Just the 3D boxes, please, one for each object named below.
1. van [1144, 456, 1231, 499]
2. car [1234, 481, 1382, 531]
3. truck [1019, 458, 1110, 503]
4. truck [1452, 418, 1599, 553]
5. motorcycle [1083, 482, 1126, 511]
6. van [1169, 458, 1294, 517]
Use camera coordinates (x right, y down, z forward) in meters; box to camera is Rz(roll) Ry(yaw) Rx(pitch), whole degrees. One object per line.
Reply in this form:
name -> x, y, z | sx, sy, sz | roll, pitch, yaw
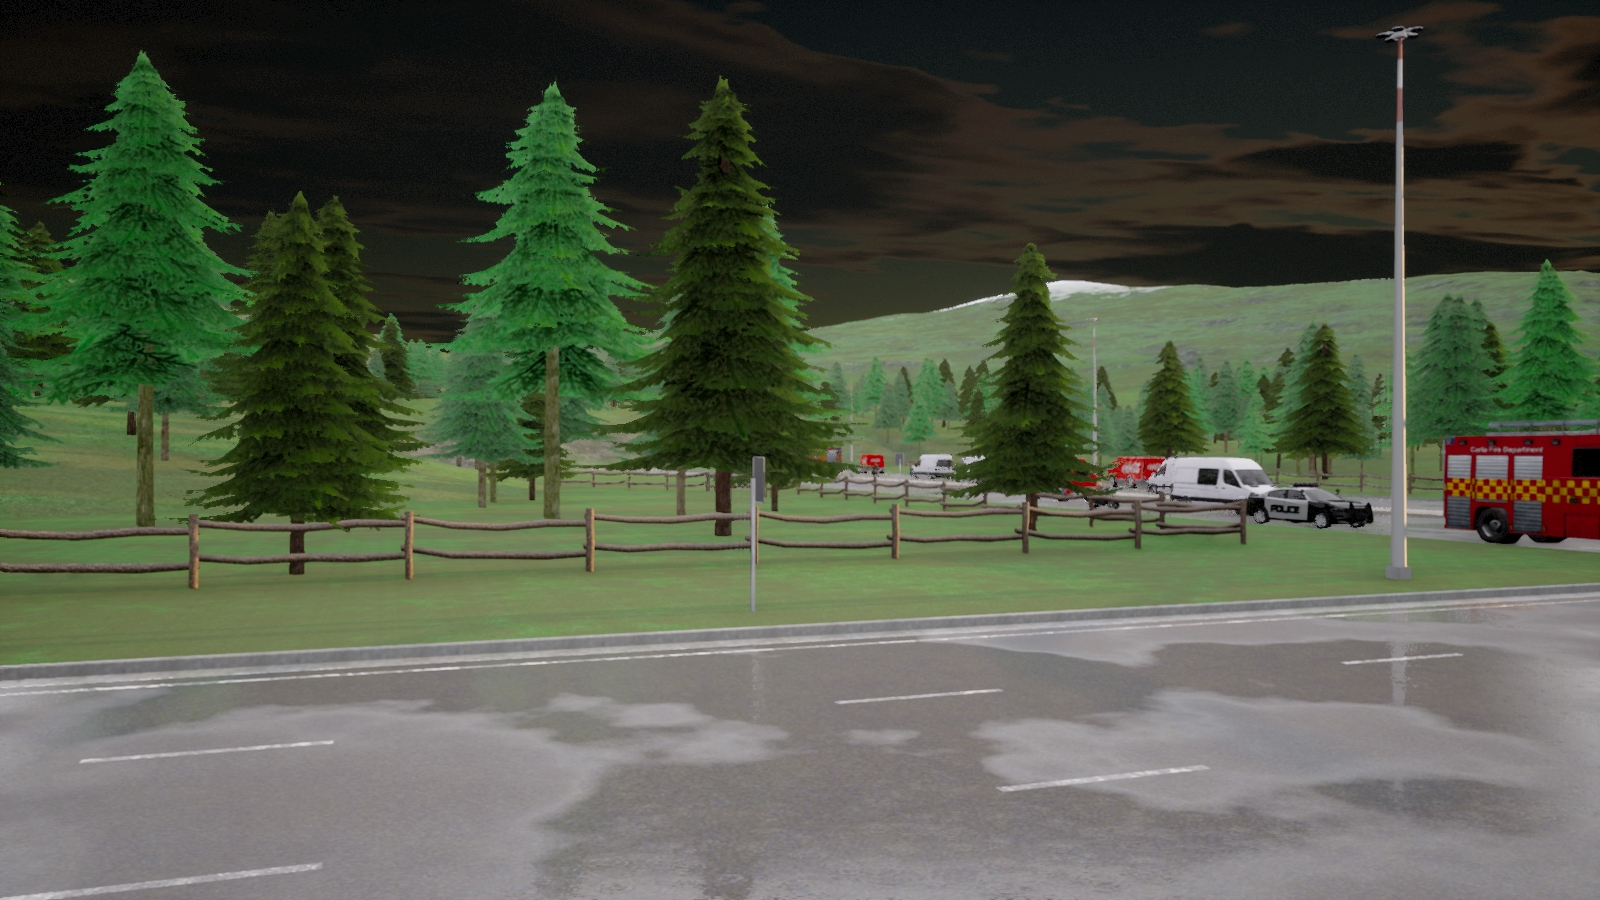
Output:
van -> 24.611, 1.703, 72.903 | 1.988, 2.561, 5.915 | 0, 0, -20
car -> 19.424, 2.100, 43.977 | 2.097, 1.638, 5.238 | 0, 0, -21
truck -> 15.098, 1.697, 65.510 | 2.627, 2.467, 5.204 | 0, 0, -20
truck -> 23.802, 1.010, 33.334 | 2.891, 3.827, 8.468 | 0, 0, -20
motorcycle -> 14.932, 2.273, 56.079 | 0.764, 1.307, 2.356 | 0, 0, -21
van -> 19.863, 1.664, 52.979 | 1.988, 2.561, 5.915 | 0, 0, -21
